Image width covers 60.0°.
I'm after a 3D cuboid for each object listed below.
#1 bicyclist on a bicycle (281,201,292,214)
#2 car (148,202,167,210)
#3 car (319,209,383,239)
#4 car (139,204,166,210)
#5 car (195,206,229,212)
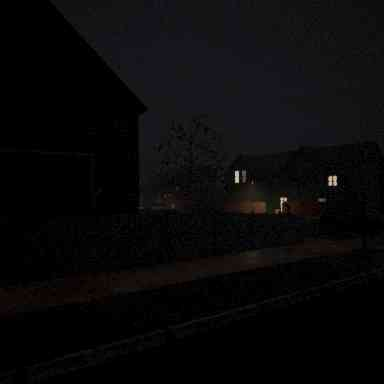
[{"bbox_3d":[8.681,1.666,30.491,1.656,1.620,0.582,-1,0,-36],"label":"bicyclist on a bicycle"},{"bbox_3d":[-5.222,2.232,44.992,2.097,1.767,4.553,-1,-1,-35],"label":"car"},{"bbox_3d":[9.709,1.720,18.982,1.837,1.490,4.892,-1,-1,-36],"label":"car"},{"bbox_3d":[-5.492,2.438,40.317,1.895,1.301,4.718,-1,-1,-35],"label":"car"},{"bbox_3d":[2.002,2.035,29.790,1.837,1.490,4.892,-1,-1,-35],"label":"car"}]
